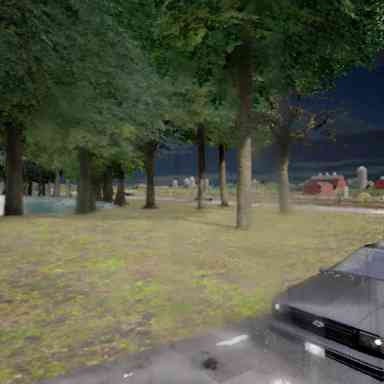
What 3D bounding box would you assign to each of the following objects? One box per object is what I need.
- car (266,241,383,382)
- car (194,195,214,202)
[{"bbox_3d":[3.706,1.607,5.717,5.357,1.411,2.033,1,0,-36],"label":"car"},{"bbox_3d":[2.311,1.163,64.668,1.994,1.385,4.181,0,1,-36],"label":"car"}]
